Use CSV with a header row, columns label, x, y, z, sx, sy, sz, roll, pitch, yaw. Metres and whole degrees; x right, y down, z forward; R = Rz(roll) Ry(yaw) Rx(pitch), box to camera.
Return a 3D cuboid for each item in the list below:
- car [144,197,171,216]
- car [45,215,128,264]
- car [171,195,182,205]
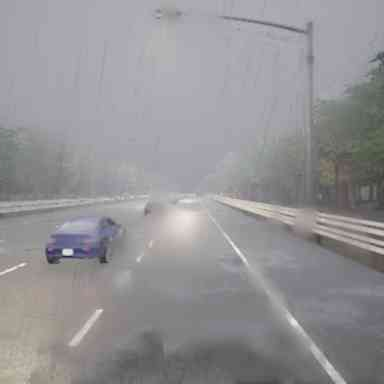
label,x,y,z,sx,sy,sz,roll,pitch,yaw
car,-3.502,1.508,32.353,2.128,1.511,4.902,0,0,0
car,-3.503,1.529,11.678,1.812,1.442,4.674,0,0,0
car,-3.449,1.602,59.511,2.033,1.411,5.357,0,0,0
